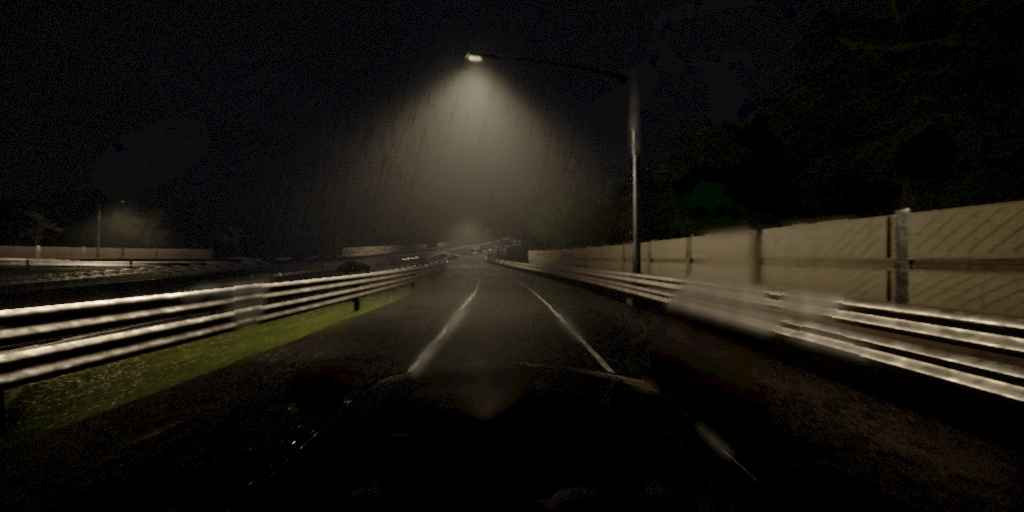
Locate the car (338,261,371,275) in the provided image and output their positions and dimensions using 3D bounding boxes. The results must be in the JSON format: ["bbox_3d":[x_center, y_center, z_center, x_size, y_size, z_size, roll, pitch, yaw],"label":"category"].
[{"bbox_3d":[-25.405,1.820,58.783,2.150,2.045,5.566,1,2,6],"label":"car"}]
